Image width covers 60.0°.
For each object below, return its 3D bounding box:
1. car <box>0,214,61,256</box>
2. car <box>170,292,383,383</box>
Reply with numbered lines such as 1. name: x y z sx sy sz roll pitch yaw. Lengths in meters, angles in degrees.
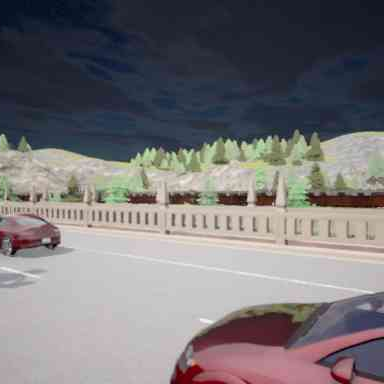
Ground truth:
1. car: -7.146 1.606 13.384 4.674 1.442 1.812 0 0 35
2. car: 1.839 1.564 2.680 4.181 1.385 1.994 0 0 35
